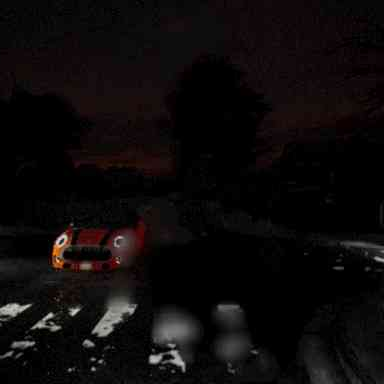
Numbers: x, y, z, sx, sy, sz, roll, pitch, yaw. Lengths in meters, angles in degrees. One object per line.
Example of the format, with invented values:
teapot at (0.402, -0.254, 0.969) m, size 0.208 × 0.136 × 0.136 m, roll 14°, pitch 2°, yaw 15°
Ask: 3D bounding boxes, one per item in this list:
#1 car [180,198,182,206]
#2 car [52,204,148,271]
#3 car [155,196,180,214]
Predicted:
car at (-2.653, 1.437, 51.912) m, size 1.882 × 1.535 × 5.008 m, roll 0°, pitch 0°, yaw 2°
car at (-2.728, 1.335, 10.846) m, size 2.097 × 1.767 × 4.553 m, roll 1°, pitch 0°, yaw 0°
car at (-2.705, 1.357, 35.153) m, size 2.097 × 1.767 × 4.553 m, roll 0°, pitch 0°, yaw 0°
